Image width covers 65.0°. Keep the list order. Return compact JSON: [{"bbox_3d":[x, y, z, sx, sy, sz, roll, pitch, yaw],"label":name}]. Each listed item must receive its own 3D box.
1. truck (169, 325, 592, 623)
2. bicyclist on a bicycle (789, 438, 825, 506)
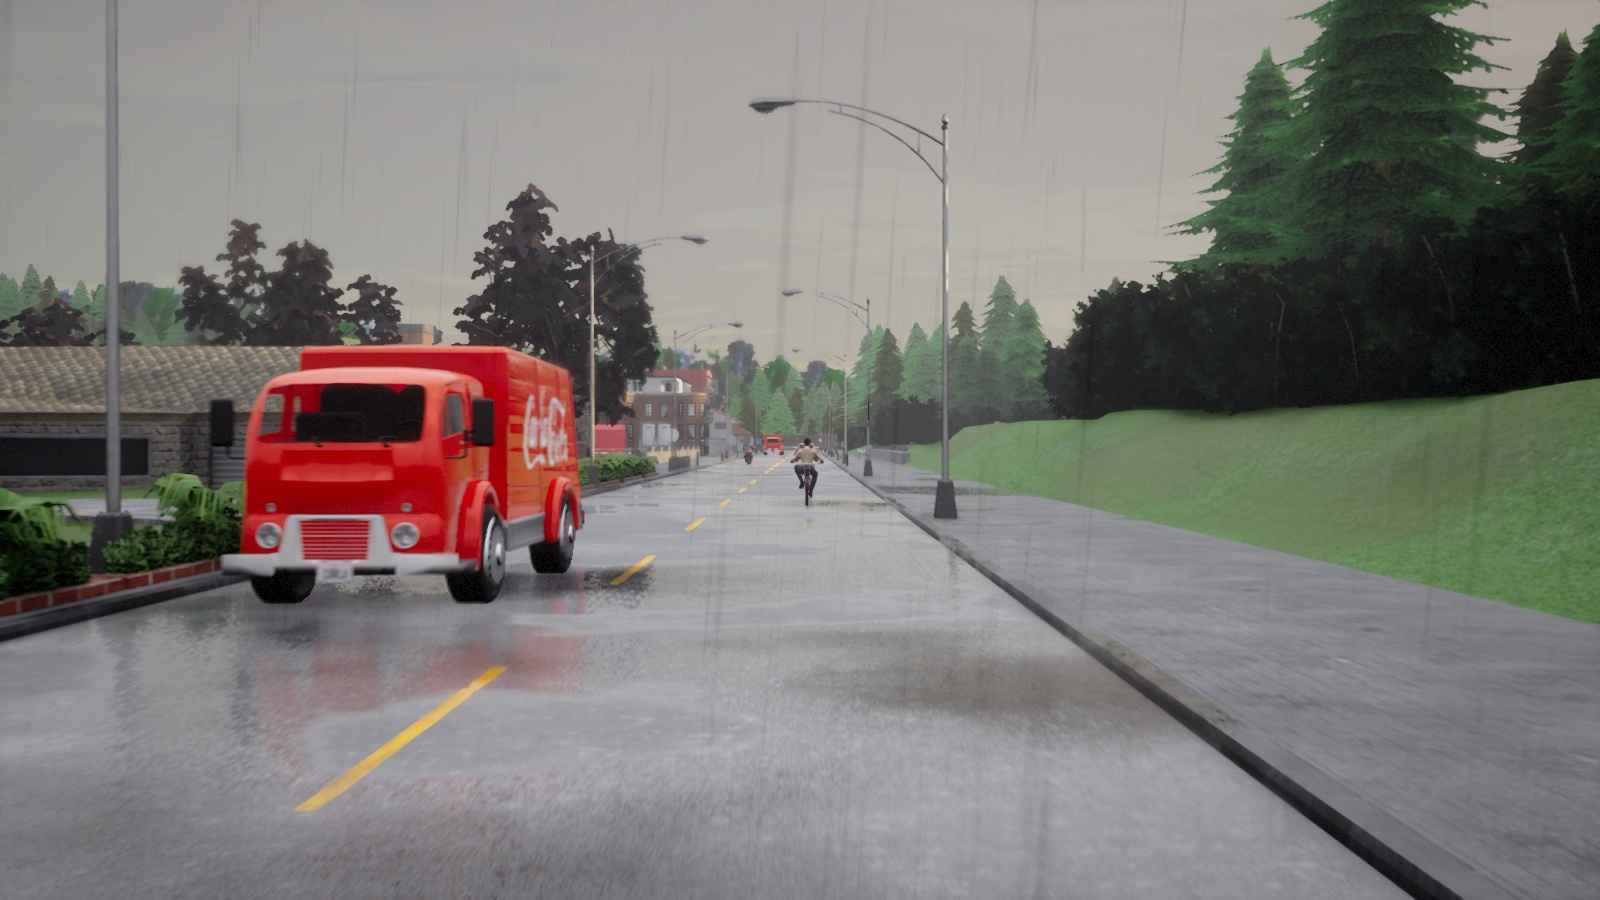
[{"bbox_3d":[-3.911,0.183,13.019,2.627,2.467,5.204,0,0,0],"label":"truck"},{"bbox_3d":[0.173,0.511,30.494,0.866,1.612,1.509,0,0,0],"label":"bicyclist on a bicycle"}]
